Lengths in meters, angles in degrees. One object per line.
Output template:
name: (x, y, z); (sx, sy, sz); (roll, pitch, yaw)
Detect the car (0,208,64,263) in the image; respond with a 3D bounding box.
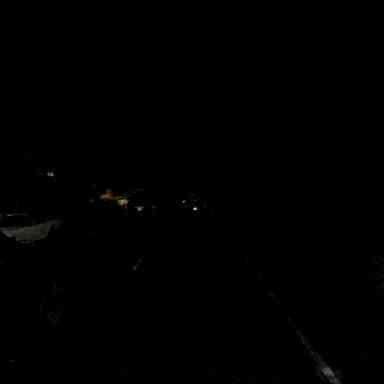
car: (-6.537, 1.404, 12.087); (1.895, 1.301, 4.718); (0, 1, 0)

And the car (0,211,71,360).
car: (-3.132, 1.167, 3.290); (2.150, 2.045, 5.566); (0, 1, 0)

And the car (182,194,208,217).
car: (0.240, 1.143, 25.842); (1.994, 1.385, 4.181); (0, 1, 0)

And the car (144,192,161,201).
car: (-6.283, 0.668, 53.747); (2.033, 1.411, 5.357); (0, 1, 1)

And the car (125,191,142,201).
car: (-9.524, 0.633, 54.564); (1.812, 1.442, 4.674); (0, 1, 1)

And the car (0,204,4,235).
car: (-9.778, 1.309, 13.344); (1.812, 1.442, 4.674); (0, 1, 0)

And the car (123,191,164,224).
car: (-3.032, 1.003, 21.456); (2.097, 1.767, 4.553); (0, 1, 0)
